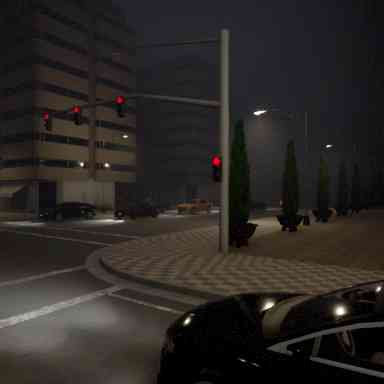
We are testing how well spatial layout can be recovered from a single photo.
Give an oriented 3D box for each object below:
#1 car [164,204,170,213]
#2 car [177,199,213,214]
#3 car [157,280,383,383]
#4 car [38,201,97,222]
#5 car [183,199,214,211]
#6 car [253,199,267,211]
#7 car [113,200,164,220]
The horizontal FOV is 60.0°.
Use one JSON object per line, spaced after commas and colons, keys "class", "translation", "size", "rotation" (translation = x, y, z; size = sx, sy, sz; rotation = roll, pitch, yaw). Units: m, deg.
{"class": "car", "translation": [-4.552, 1.603, 35.445], "size": [2.033, 1.411, 5.357], "rotation": [0, 0, 35]}
{"class": "car", "translation": [0.353, 1.533, 36.320], "size": [1.882, 1.535, 5.008], "rotation": [0, 0, 35]}
{"class": "car", "translation": [1.890, 1.492, 2.626], "size": [4.902, 1.511, 2.128], "rotation": [0, 0, 36]}
{"class": "car", "translation": [-10.172, 1.560, 27.488], "size": [1.837, 1.490, 4.892], "rotation": [0, 0, 35]}
{"class": "car", "translation": [0.899, 1.619, 43.135], "size": [1.994, 1.385, 4.181], "rotation": [0, 0, 36]}
{"class": "car", "translation": [7.419, 1.547, 39.918], "size": [2.128, 1.511, 4.902], "rotation": [0, 0, 36]}
{"class": "car", "translation": [-4.797, 1.619, 29.032], "size": [1.994, 1.385, 4.181], "rotation": [0, 0, 35]}
